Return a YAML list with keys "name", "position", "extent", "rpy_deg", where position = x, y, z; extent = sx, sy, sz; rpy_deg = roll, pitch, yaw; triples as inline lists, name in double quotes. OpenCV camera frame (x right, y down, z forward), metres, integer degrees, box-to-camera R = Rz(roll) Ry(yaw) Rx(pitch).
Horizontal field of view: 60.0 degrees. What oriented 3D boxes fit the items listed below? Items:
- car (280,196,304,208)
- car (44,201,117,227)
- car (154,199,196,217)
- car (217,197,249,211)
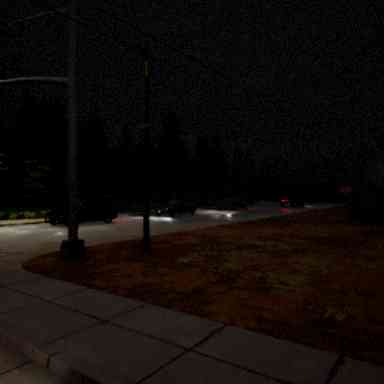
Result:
- name: "car"
  position: [13.267, 1.298, 43.964]
  extent: [1.837, 1.490, 4.892]
  rpy_deg: [0, 0, 37]
- name: "car"
  position: [-7.347, 1.395, 22.360]
  extent: [1.882, 1.535, 5.008]
  rpy_deg: [0, 0, 37]
- name: "car"
  position: [-1.418, 1.398, 30.352]
  extent: [1.812, 1.442, 4.674]
  rpy_deg: [0, 0, 37]
- name: "car"
  position: [4.804, 1.303, 38.732]
  extent: [1.882, 1.535, 5.008]
  rpy_deg: [0, 0, 37]
